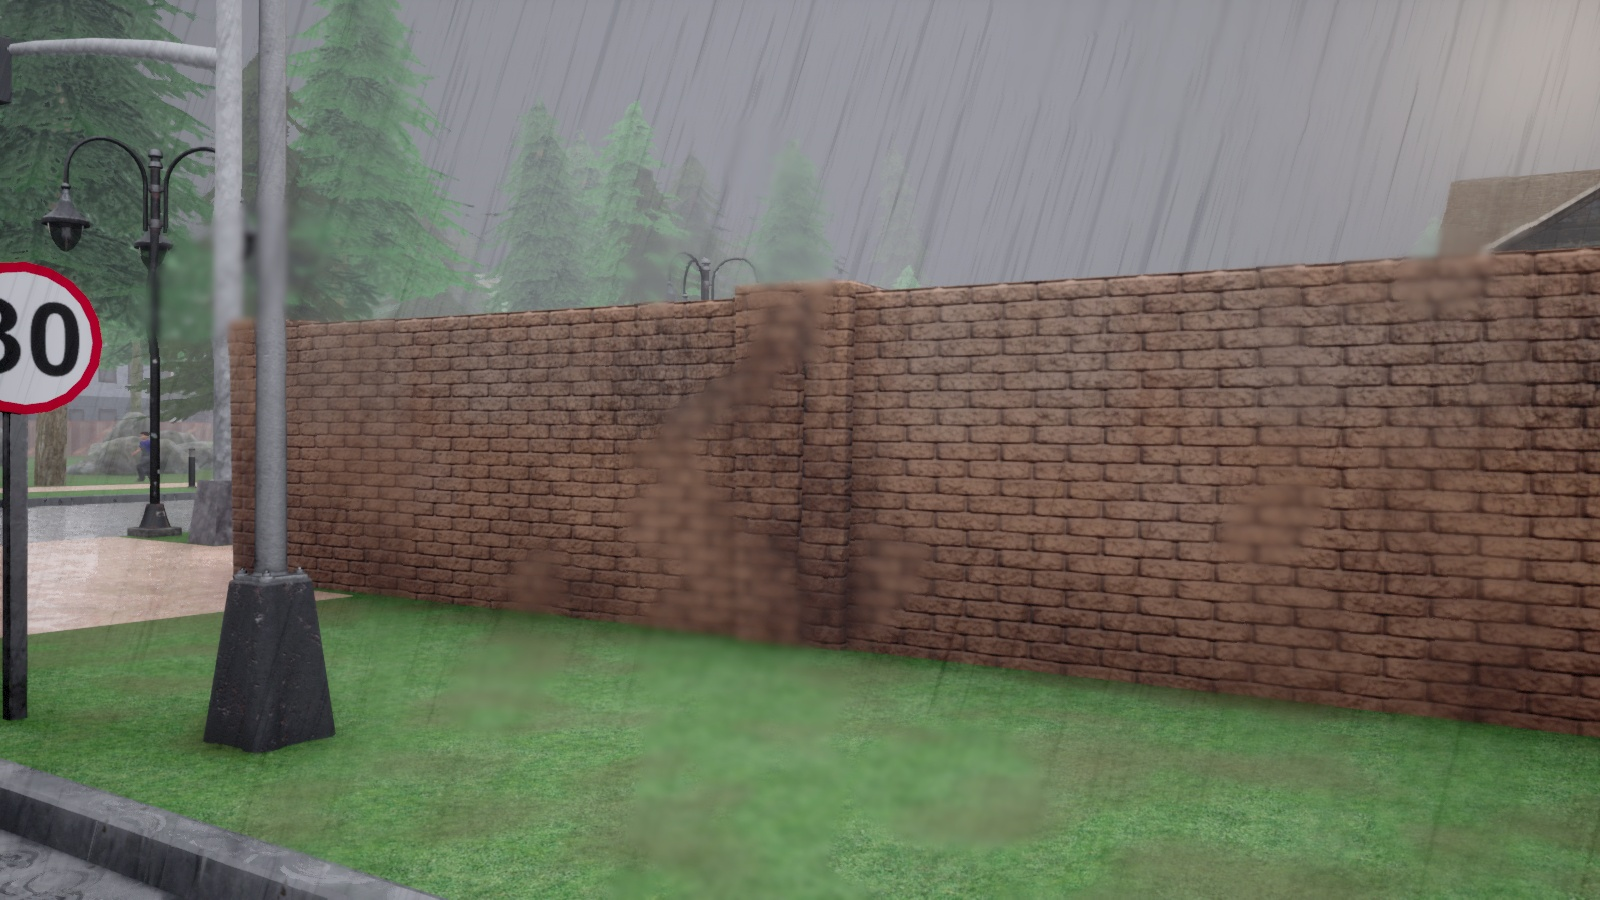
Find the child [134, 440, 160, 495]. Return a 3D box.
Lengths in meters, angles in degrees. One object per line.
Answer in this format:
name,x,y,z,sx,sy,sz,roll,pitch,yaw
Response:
child,-14.952,0.395,28.757,0.270,1.263,0.437,0,1,32
